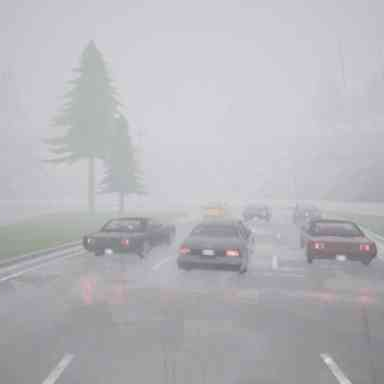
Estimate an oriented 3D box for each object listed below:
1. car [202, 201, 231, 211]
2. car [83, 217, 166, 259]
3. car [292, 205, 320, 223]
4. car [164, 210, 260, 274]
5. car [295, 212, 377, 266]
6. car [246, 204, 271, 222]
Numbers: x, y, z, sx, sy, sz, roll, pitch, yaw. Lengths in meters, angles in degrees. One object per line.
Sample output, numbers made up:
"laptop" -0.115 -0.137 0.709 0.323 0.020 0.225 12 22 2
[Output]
"car" 2.190 1.483 28.757 1.882 1.535 5.008 0 0 14
"car" -2.093 1.603 12.747 1.895 1.301 4.718 0 0 14
"car" 8.550 1.606 25.084 1.895 1.301 4.718 0 0 16
"car" 0.974 1.550 10.708 2.033 1.411 5.357 0 0 13
"car" 4.847 1.603 11.695 1.895 1.301 4.718 0 0 15
"car" 5.192 1.606 26.045 1.895 1.301 4.718 0 0 16
